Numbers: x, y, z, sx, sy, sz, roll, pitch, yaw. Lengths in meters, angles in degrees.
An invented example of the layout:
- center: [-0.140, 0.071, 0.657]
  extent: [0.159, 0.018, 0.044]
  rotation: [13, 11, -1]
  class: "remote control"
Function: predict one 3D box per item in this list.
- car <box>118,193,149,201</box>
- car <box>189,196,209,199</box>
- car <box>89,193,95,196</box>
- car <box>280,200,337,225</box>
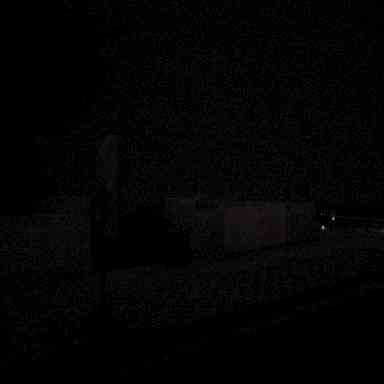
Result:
- center: [-7.154, 0.983, 42.008]
  extent: [1.882, 1.535, 5.008]
  rotation: [1, 0, -35]
  class: "car"
- center: [0.818, 1.163, 30.914]
  extent: [1.882, 1.535, 5.008]
  rotation: [1, 1, -36]
  class: "car"
- center: [-17.432, 0.782, 61.265]
  extent: [2.033, 1.411, 5.357]
  rotation: [1, 0, -36]
  class: "car"
- center: [7.137, 1.317, 22.151]
  extent: [2.128, 1.511, 4.902]
  rotation: [1, 0, -36]
  class: "car"
